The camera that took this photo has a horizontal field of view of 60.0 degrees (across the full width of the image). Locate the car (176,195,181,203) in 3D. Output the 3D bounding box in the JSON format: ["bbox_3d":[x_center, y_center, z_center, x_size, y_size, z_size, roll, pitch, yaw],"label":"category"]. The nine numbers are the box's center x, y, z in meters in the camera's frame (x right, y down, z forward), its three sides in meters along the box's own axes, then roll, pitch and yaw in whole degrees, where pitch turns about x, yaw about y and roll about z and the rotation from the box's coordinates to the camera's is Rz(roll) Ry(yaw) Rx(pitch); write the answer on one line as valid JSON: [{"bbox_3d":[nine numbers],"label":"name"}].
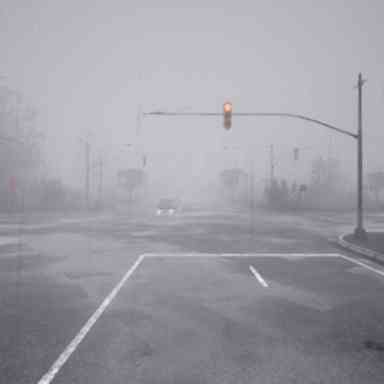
[{"bbox_3d":[-3.359,1.387,67.700,1.812,1.442,4.674,0,1,0],"label":"car"}]

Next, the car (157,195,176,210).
[{"bbox_3d":[-3.412,1.538,42.976,1.837,1.490,4.892,0,2,0],"label":"car"}]
